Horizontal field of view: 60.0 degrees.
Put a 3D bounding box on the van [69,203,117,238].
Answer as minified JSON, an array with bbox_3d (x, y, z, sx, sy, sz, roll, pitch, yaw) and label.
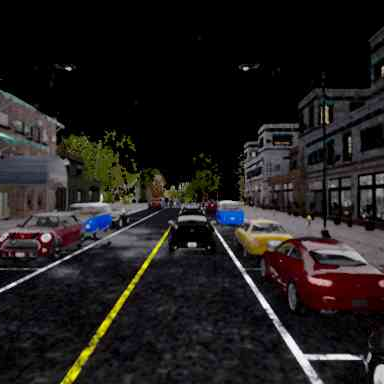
[{"bbox_3d":[-5.670,1.513,18.519,1.690,1.788,3.998,1,-1,0],"label":"van"}]

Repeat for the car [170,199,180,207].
[{"bbox_3d":[-3.029,2.039,61.486,2.128,1.511,4.902,0,0,1],"label":"car"}]

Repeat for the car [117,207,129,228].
[{"bbox_3d":[-5.670,1.773,24.060,2.008,1.369,4.403,1,-1,0],"label":"car"}]

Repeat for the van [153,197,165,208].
[{"bbox_3d":[-5.665,1.855,57.319,1.690,1.788,3.998,1,0,0],"label":"van"}]

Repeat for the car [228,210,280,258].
[{"bbox_3d":[2.706,1.648,13.153,1.752,1.417,4.829,1,-1,0],"label":"car"}]

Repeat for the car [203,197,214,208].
[{"bbox_3d":[2.722,1.859,46.242,1.967,1.590,4.097,1,0,0],"label":"car"}]

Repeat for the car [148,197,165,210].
[{"bbox_3d":[-5.654,1.781,51.778,2.192,1.841,5.009,1,0,0],"label":"car"}]

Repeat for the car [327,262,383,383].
[{"bbox_3d":[2.700,1.570,1.897,2.008,1.369,4.403,1,-1,0],"label":"car"}]

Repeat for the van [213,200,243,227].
[{"bbox_3d":[2.713,1.564,24.072,1.690,1.788,3.998,1,-1,0],"label":"van"}]

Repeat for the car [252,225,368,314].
[{"bbox_3d":[2.702,1.652,7.440,1.802,1.307,4.206,1,-1,0],"label":"car"}]

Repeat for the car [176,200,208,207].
[{"bbox_3d":[0.017,1.762,29.295,2.128,1.511,4.902,0,0,0],"label":"car"}]

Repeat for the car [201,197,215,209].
[{"bbox_3d":[2.742,1.828,57.328,2.192,1.841,5.009,1,0,0],"label":"car"}]

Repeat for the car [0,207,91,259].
[{"bbox_3d":[-5.674,1.561,12.976,1.967,1.590,4.097,1,-1,0],"label":"car"}]

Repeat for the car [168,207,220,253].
[{"bbox_3d":[0.010,1.641,14.289,1.837,1.490,4.892,0,0,0],"label":"car"}]
